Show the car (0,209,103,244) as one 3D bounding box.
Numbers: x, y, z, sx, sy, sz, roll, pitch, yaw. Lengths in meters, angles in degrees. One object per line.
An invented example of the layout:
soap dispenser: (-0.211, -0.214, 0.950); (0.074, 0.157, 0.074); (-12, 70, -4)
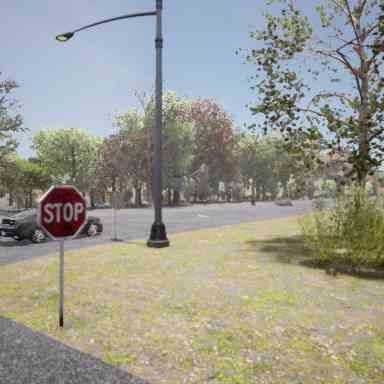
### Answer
car: (-6.649, 1.552, 16.289); (1.837, 1.490, 4.892); (0, 0, 36)

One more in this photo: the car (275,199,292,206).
car: (16.444, 1.879, 59.780); (1.994, 1.385, 4.181); (0, 0, 36)
